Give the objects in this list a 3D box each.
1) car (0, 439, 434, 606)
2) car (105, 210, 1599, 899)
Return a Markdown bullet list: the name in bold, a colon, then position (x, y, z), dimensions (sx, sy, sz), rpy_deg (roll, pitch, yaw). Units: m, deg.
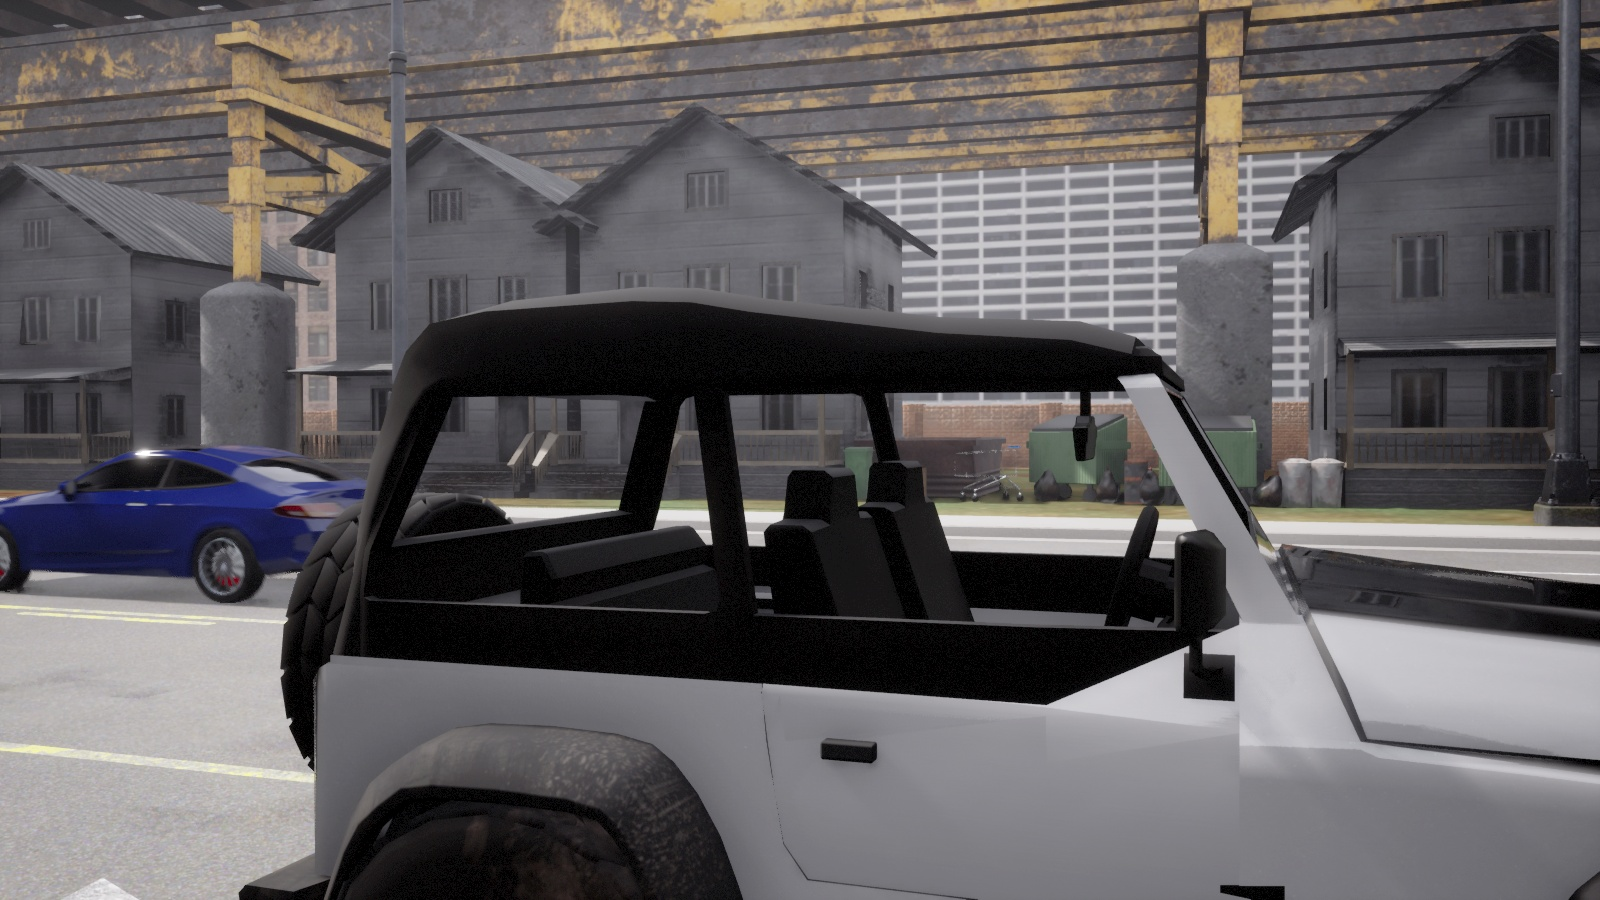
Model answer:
- **car**: position (-6.231, 0.626, 12.677), dimensions (4.674, 1.442, 1.812), rpy_deg (1, 1, 19)
- **car**: position (0.641, 0.577, 2.981), dimensions (3.866, 1.878, 1.905), rpy_deg (1, 1, 19)
